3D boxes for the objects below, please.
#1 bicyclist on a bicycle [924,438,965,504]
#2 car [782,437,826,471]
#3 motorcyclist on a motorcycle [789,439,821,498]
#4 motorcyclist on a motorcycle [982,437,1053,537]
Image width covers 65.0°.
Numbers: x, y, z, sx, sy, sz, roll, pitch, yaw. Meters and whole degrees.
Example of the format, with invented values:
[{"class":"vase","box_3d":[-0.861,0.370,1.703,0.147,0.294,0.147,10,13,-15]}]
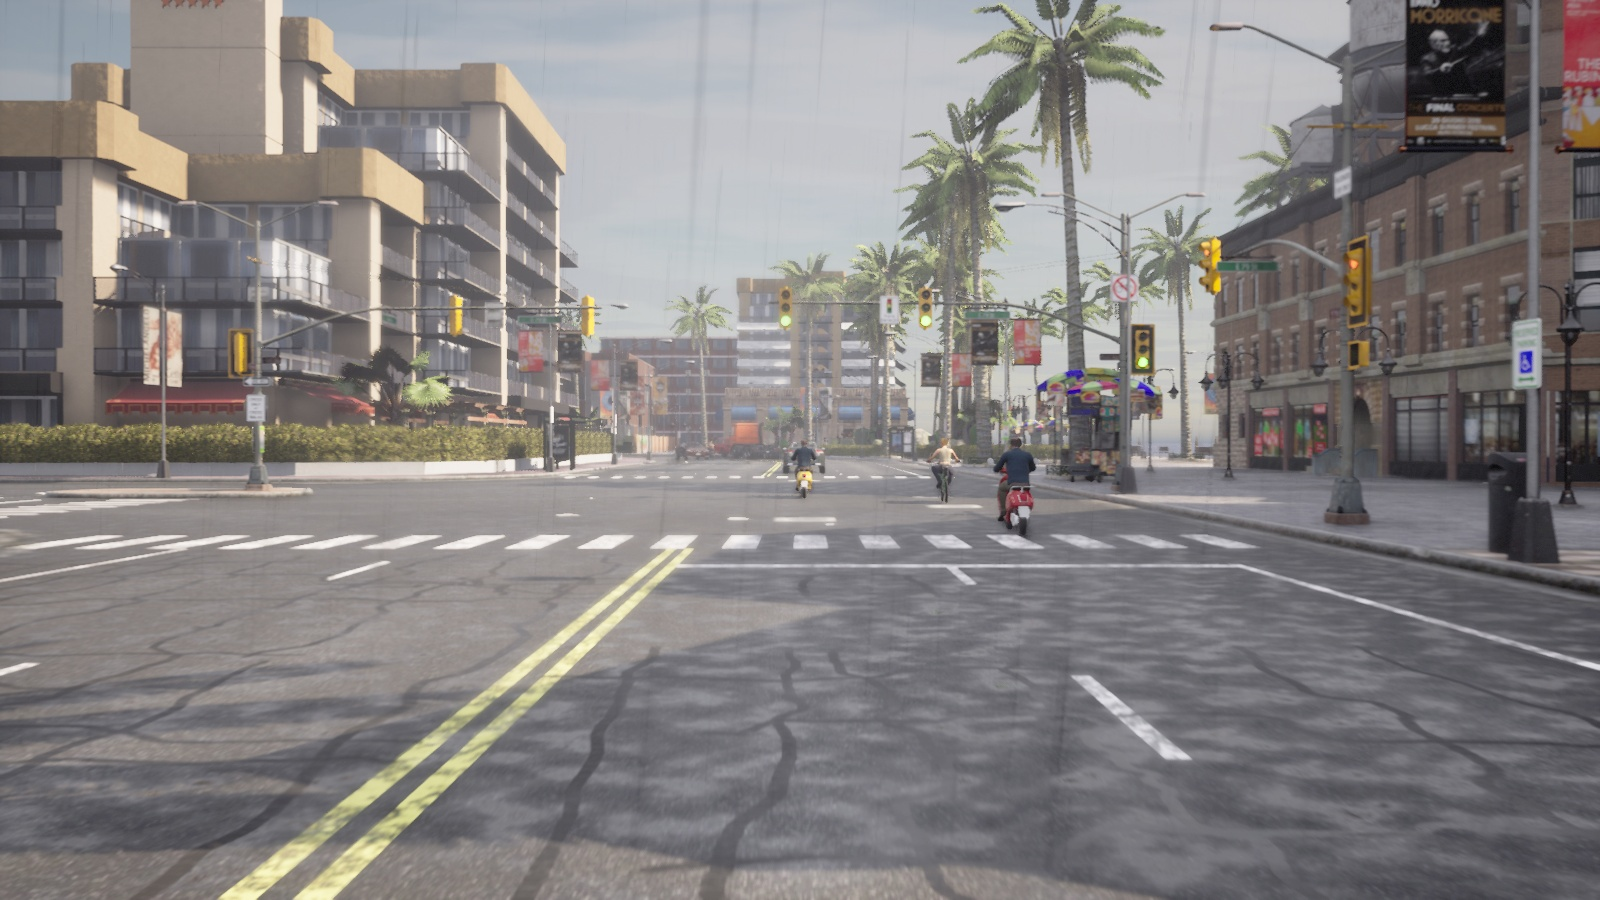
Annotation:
[{"class":"bicyclist on a bicycle","box_3d":[3.612,0.508,31.506,0.866,1.612,1.509,0,0,0]},{"class":"car","box_3d":[0.224,0.165,63.988,2.152,1.651,5.027,0,0,0]},{"class":"motorcyclist on a motorcycle","box_3d":[0.128,0.504,34.730,0.866,1.590,1.817,0,0,0]},{"class":"motorcyclist on a motorcycle","box_3d":[3.583,0.585,20.854,0.866,1.590,1.817,0,0,0]}]
